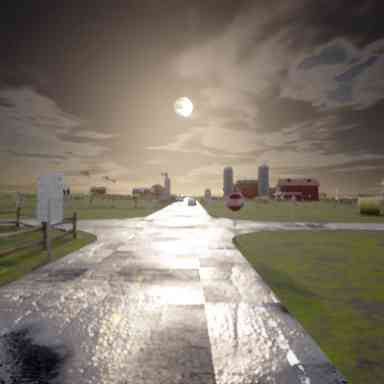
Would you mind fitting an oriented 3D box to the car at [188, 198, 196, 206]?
[{"bbox_3d":[-0.011,2.178,71.031,2.033,1.411,5.357,0,-1,0],"label":"car"}]

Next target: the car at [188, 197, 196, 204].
[{"bbox_3d":[-0.013,2.099,81.454,1.882,1.535,5.008,0,-1,0],"label":"car"}]

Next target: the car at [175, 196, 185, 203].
[{"bbox_3d":[-2.763,1.809,76.455,1.837,1.490,4.892,0,-1,0],"label":"car"}]
